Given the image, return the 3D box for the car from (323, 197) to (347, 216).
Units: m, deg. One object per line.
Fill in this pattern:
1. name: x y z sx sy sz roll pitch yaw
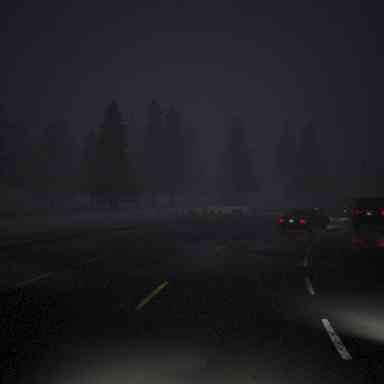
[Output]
1. car: 16.780 1.496 34.934 5.566 2.045 2.150 0 -1 -31

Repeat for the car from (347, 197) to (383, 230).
1. car: 12.200 1.397 21.704 2.150 2.045 5.566 -1 -1 40

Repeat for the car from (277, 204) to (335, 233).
1. car: 7.075 1.712 20.852 2.033 1.411 5.357 0 0 35

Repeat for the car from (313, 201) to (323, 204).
1. car: 14.759 1.812 37.780 4.892 1.490 1.837 1 -1 -32
